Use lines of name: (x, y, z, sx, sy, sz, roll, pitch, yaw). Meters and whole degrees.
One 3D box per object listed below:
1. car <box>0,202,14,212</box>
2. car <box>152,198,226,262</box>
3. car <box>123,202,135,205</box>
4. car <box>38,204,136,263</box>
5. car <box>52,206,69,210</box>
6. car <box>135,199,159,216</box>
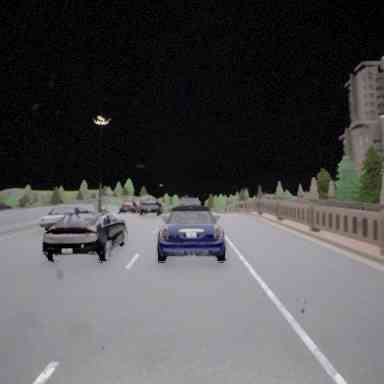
car: (-17.875, 1.612, 30.002, 1.994, 1.385, 4.181, 0, -1, -1)
car: (-0.042, 1.254, 11.864, 2.097, 1.767, 4.553, 0, 0, -1)
car: (-7.389, 1.885, 39.442, 1.812, 1.442, 4.674, 0, -3, -1)
car: (-3.540, 1.422, 11.765, 2.128, 1.511, 4.902, 0, 0, -1)
car: (-7.139, 1.495, 19.626, 1.895, 1.301, 4.718, 0, 0, -1)
car: (-3.793, 1.466, 31.669, 2.128, 1.511, 4.902, 0, -2, -1)
